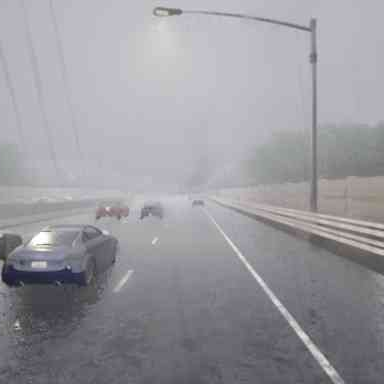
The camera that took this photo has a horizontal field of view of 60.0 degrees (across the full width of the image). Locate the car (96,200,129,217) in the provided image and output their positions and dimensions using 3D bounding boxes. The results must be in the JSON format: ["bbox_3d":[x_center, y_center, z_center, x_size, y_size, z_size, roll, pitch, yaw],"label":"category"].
[{"bbox_3d":[-6.905,1.449,29.370,2.097,1.767,4.553,0,0,0],"label":"car"}]

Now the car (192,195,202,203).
[{"bbox_3d":[1.039,1.552,73.234,2.097,1.767,4.553,0,0,0],"label":"car"}]

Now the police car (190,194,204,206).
[{"bbox_3d":[1.042,1.609,57.376,1.930,1.638,5.238,0,0,0],"label":"police car"}]

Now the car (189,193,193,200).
[{"bbox_3d":[1.040,1.551,67.235,2.097,1.767,4.553,0,0,0],"label":"car"}]

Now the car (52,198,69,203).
[{"bbox_3d":[-21.063,1.736,53.872,1.994,1.385,4.181,0,0,0],"label":"car"}]

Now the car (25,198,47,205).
[{"bbox_3d":[-24.553,1.694,52.560,1.812,1.442,4.674,0,0,1],"label":"car"}]

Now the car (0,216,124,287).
[{"bbox_3d":[-3.402,1.596,9.409,1.994,1.385,4.181,0,0,0],"label":"car"}]

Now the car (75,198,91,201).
[{"bbox_3d":[-17.567,1.664,53.823,2.128,1.511,4.902,0,0,0],"label":"car"}]

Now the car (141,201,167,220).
[{"bbox_3d":[-3.404,1.603,29.692,1.837,1.490,4.892,0,0,0],"label":"car"}]
